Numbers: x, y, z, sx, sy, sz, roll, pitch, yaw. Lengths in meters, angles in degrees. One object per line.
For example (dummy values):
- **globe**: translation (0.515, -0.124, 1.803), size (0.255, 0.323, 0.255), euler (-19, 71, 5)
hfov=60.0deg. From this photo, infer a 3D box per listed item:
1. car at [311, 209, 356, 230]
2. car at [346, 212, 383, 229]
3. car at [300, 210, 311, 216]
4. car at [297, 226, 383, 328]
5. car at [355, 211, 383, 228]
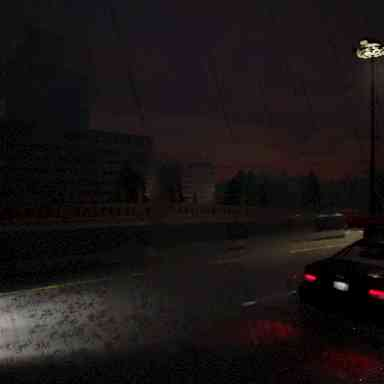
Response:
- **car**: translation (11.556, 2.045, 25.123), size (5.008, 1.535, 1.882), euler (4, -2, -35)
- **car**: translation (18.287, 2.969, 34.217), size (5.357, 1.411, 2.033), euler (7, -4, -35)
- **car**: translation (13.252, 2.571, 34.926), size (4.902, 1.511, 2.128), euler (6, -4, -35)
- **car**: translation (4.506, 1.630, 6.960), size (5.357, 1.411, 2.033), euler (1, 0, -35)
- **car**: translation (9.721, 1.709, 14.975), size (5.008, 1.535, 1.882), euler (2, -1, -35)
